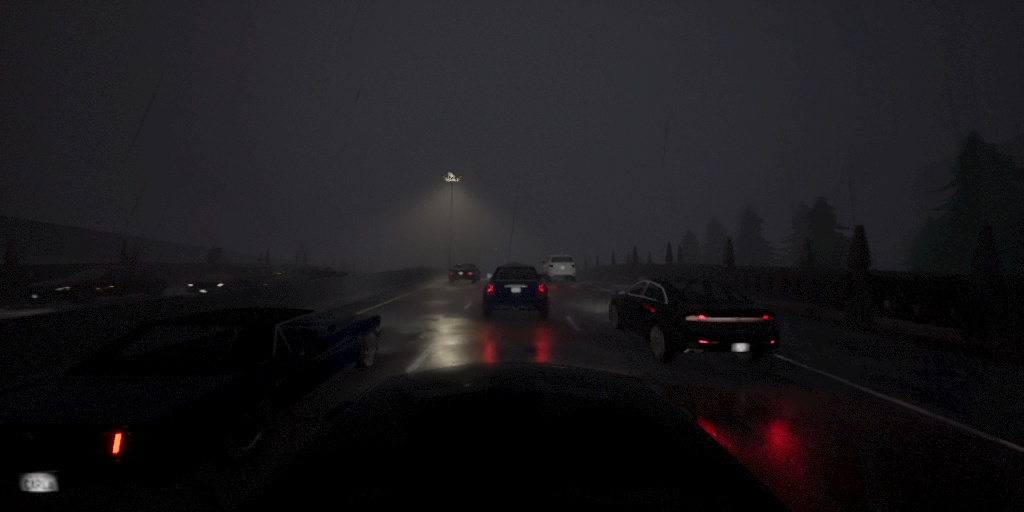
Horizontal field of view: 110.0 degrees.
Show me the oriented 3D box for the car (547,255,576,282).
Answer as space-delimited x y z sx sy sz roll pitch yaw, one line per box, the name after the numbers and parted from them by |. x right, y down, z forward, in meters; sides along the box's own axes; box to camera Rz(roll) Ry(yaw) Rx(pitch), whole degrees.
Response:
3.681 0.948 28.529 2.150 2.045 5.566 0 -1 1 | car

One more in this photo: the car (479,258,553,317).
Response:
0.126 1.047 13.088 2.097 1.767 4.553 0 0 0 | car

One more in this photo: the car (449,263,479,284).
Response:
-3.338 1.224 26.057 2.033 1.411 5.357 0 -1 0 | car

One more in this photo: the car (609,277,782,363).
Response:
3.613 1.215 8.079 2.128 1.511 4.902 0 0 0 | car

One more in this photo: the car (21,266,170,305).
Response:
-17.559 1.193 15.522 1.812 1.442 4.674 0 0 0 | car

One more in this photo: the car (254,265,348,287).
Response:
-10.543 1.204 18.942 2.033 1.411 5.357 0 0 0 | car

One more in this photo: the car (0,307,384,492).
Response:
-3.397 1.333 4.803 1.895 1.301 4.718 0 0 0 | car

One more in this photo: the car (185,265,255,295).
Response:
-14.042 1.201 18.961 2.033 1.411 5.357 0 0 0 | car
